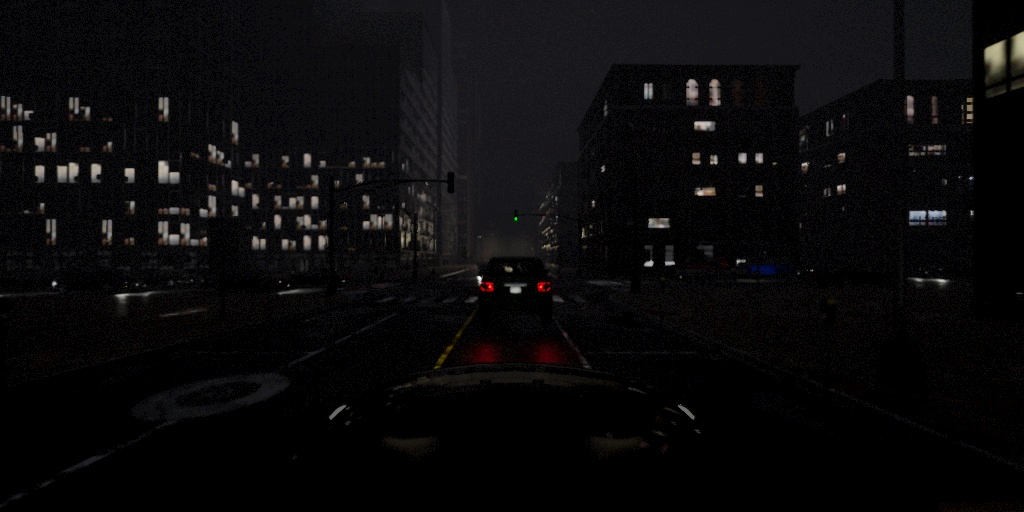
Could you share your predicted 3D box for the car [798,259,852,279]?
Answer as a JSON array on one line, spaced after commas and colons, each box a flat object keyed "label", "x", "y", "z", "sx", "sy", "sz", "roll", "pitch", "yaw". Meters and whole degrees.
[{"label": "car", "x": 24.396, "y": 1.043, "z": 27.483, "sx": 4.902, "sy": 1.511, "sz": 2.128, "roll": -1, "pitch": 0, "yaw": -1}]

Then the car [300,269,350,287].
[{"label": "car", "x": -14.991, "y": 1.651, "z": 27.180, "sx": 4.718, "sy": 1.301, "sz": 1.895, "roll": -1, "pitch": 0, "yaw": -1}]

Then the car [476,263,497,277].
[{"label": "car", "x": -2.816, "y": 1.493, "z": 40.866, "sx": 2.033, "sy": 1.411, "sz": 5.357, "roll": 0, "pitch": 0, "yaw": -1}]

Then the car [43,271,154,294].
[{"label": "car", "x": -27.494, "y": 1.711, "z": 23.954, "sx": 4.892, "sy": 1.490, "sz": 1.837, "roll": -1, "pitch": 0, "yaw": -1}]

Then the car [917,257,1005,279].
[{"label": "car", "x": 34.161, "y": 0.960, "z": 27.565, "sx": 4.674, "sy": 1.442, "sz": 1.812, "roll": -1, "pitch": 0, "yaw": 0}]

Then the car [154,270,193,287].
[{"label": "car", "x": -28.389, "y": 1.783, "z": 29.321, "sx": 4.403, "sy": 1.370, "sz": 2.007, "roll": 0, "pitch": 0, "yaw": -1}]

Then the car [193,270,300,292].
[{"label": "car", "x": -17.680, "y": 1.624, "z": 24.074, "sx": 5.357, "sy": 1.411, "sz": 2.033, "roll": -1, "pitch": 0, "yaw": -1}]

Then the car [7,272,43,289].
[{"label": "car", "x": -39.684, "y": 1.966, "z": 29.180, "sx": 4.207, "sy": 1.307, "sz": 1.802, "roll": 0, "pitch": 0, "yaw": -1}]

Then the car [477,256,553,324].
[{"label": "car", "x": 0.100, "y": 1.024, "z": 12.315, "sx": 2.150, "sy": 2.045, "sz": 5.566, "roll": 0, "pitch": 0, "yaw": 0}]

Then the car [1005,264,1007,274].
[{"label": "car", "x": 37.958, "y": 0.836, "z": 30.081, "sx": 4.097, "sy": 1.591, "sz": 1.967, "roll": 0, "pitch": 0, "yaw": -1}]

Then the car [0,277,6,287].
[{"label": "car", "x": -33.912, "y": 1.850, "z": 21.404, "sx": 4.313, "sy": 1.339, "sz": 1.948, "roll": 0, "pitch": 0, "yaw": -1}]

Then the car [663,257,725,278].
[{"label": "car", "x": 15.337, "y": 0.985, "z": 29.854, "sx": 5.009, "sy": 1.841, "sz": 2.192, "roll": 0, "pitch": 0, "yaw": -1}]

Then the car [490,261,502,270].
[{"label": "car", "x": -2.722, "y": 1.555, "z": 61.446, "sx": 1.837, "sy": 1.490, "sz": 4.892, "roll": 0, "pitch": 0, "yaw": 0}]

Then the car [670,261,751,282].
[{"label": "car", "x": 15.071, "y": 1.267, "z": 27.390, "sx": 4.718, "sy": 1.301, "sz": 1.895, "roll": -1, "pitch": 0, "yaw": -1}]

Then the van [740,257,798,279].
[{"label": "van", "x": 20.992, "y": 0.941, "z": 29.911, "sx": 3.998, "sy": 1.789, "sz": 1.690, "roll": 0, "pitch": 0, "yaw": -1}]

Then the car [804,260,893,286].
[{"label": "car", "x": 21.096, "y": 1.122, "z": 22.031, "sx": 4.507, "sy": 1.381, "sz": 1.888, "roll": 0, "pitch": 0, "yaw": -1}]

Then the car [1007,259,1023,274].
[{"label": "car", "x": 43.614, "y": 0.880, "z": 30.138, "sx": 4.403, "sy": 1.370, "sz": 2.007, "roll": 0, "pitch": 0, "yaw": -1}]

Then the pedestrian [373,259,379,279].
[{"label": "pedestrian", "x": -12.335, "y": 1.172, "z": 32.504, "sx": 0.375, "sy": 1.860, "sz": 0.375, "roll": 0, "pitch": 1, "yaw": -1}]
